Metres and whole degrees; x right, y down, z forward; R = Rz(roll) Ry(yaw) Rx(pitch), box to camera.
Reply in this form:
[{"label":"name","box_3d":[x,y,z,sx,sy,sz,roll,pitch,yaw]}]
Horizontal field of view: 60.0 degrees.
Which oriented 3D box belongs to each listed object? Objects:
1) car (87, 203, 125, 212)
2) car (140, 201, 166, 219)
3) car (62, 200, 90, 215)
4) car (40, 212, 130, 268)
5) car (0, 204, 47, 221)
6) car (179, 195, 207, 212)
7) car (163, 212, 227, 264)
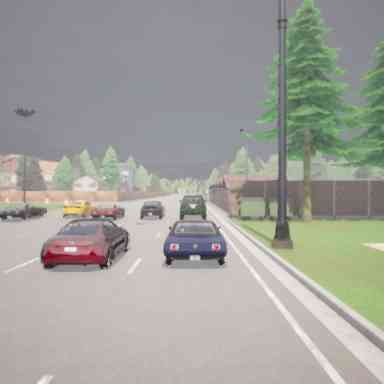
[{"label":"car","box_3d":[-6.914,1.646,27.964,1.895,1.301,4.718,0,0,0]},{"label":"car","box_3d":[-3.414,1.553,29.586,1.837,1.490,4.892,0,0,0]},{"label":"car","box_3d":[-10.415,1.528,31.081,1.882,1.535,5.008,0,0,0]},{"label":"car","box_3d":[-3.406,1.583,11.331,1.994,1.385,4.181,0,0,0]},{"label":"car","box_3d":[-14.075,1.646,27.972,1.895,1.301,4.718,0,0,0]},{"label":"car","box_3d":[0.086,1.269,28.585,2.150,2.045,5.566,0,0,0]},{"label":"car","box_3d":[0.094,1.621,11.840,1.895,1.301,4.718,0,0,0]}]
